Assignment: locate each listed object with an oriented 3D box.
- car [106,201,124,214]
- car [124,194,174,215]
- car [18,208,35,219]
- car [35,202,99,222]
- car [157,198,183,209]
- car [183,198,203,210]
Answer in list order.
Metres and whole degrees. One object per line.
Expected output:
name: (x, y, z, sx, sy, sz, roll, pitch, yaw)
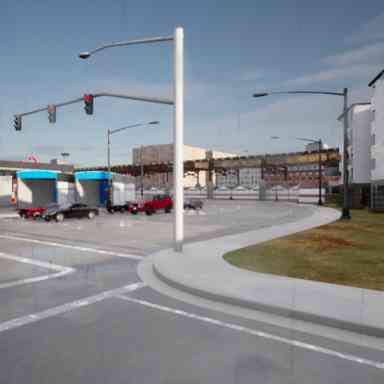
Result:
car: (-7.111, 1.617, 36.221, 1.895, 1.301, 4.718, 0, 0, 30)
car: (-4.131, 1.235, 34.417, 2.150, 2.045, 5.566, 0, 0, 30)
car: (-12.296, 1.617, 28.661, 1.895, 1.301, 4.718, 0, 0, 37)
car: (-9.592, 1.539, 26.479, 1.812, 1.442, 4.674, 0, 0, 36)
car: (-2.956, 1.565, 46.029, 2.033, 1.411, 5.357, 0, 0, 15)
car: (0.119, 1.563, 44.101, 2.033, 1.411, 5.357, 0, 0, 16)
